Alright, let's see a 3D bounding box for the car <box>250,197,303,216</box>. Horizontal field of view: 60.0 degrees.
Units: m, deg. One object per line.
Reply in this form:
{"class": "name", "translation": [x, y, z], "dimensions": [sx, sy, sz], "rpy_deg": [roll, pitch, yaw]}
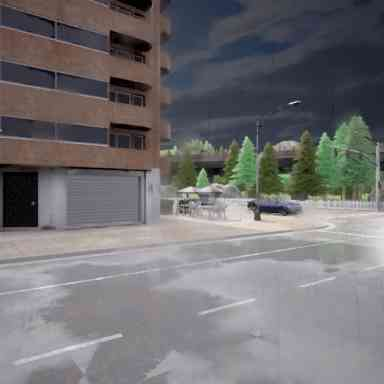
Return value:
{"class": "car", "translation": [8.141, 1.296, 31.281], "dimensions": [2.097, 1.767, 4.553], "rpy_deg": [0, 0, -36]}

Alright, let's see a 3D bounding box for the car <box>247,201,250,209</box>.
{"class": "car", "translation": [8.357, 1.422, 36.950], "dimensions": [1.882, 1.535, 5.008], "rpy_deg": [0, 0, -36]}

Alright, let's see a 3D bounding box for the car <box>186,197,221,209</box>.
{"class": "car", "translation": [1.532, 1.437, 45.857], "dimensions": [2.128, 1.511, 4.902], "rpy_deg": [0, 0, -41]}

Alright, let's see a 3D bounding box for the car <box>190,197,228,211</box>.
{"class": "car", "translation": [2.171, 1.451, 39.462], "dimensions": [1.837, 1.490, 4.892], "rpy_deg": [0, 0, -37]}

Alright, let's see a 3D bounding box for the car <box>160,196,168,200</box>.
{"class": "car", "translation": [-5.020, 1.296, 47.682], "dimensions": [4.553, 1.767, 2.097], "rpy_deg": [0, 0, 37]}
